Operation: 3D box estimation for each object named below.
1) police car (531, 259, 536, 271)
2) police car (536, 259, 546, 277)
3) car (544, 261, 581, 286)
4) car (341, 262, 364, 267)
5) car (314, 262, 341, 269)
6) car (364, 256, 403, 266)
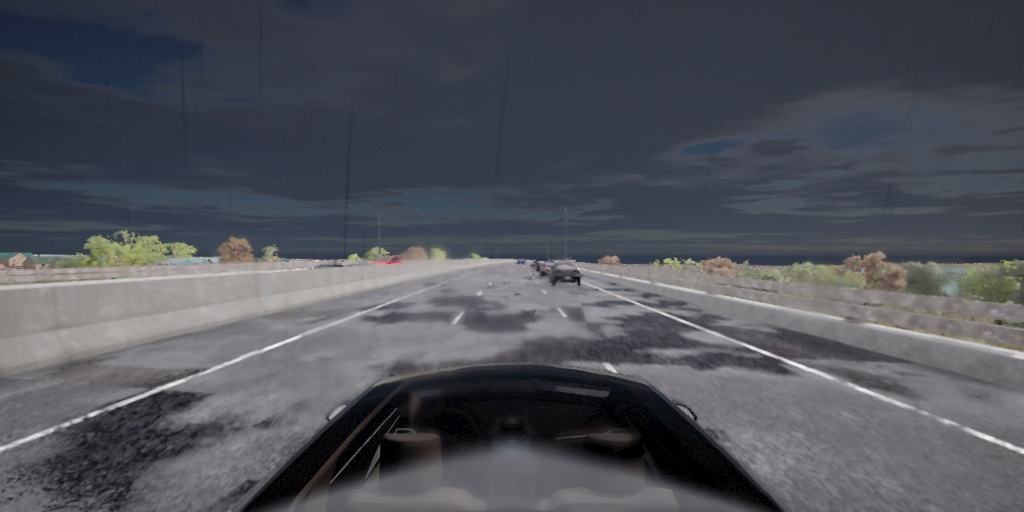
[{"bbox_3d":[3.924,1.244,47.777,1.930,1.638,5.238,1,0,-4],"label":"police car"},{"bbox_3d":[3.812,1.289,36.360,2.038,1.542,4.974,0,0,1],"label":"police car"},{"bbox_3d":[3.637,1.243,25.437,1.882,1.535,5.008,0,0,1],"label":"car"},{"bbox_3d":[-17.151,1.324,40.710,1.994,1.385,4.181,0,0,2],"label":"car"},{"bbox_3d":[-20.650,1.318,40.794,1.994,1.385,4.181,0,0,2],"label":"car"},{"bbox_3d":[-13.694,0.982,39.421,2.150,2.045,5.566,0,0,2],"label":"car"}]
